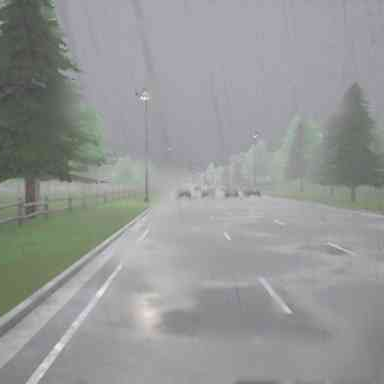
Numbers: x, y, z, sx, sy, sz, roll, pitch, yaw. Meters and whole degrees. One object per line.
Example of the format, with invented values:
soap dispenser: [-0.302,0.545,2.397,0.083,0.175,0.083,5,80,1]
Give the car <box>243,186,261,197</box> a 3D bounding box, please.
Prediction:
car: [9.312,-0.173,52.079,2.097,1.767,4.553,0,2,-1]

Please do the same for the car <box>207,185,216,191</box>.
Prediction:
car: [5.014,-0.935,85.124,1.812,1.442,4.674,0,2,-1]

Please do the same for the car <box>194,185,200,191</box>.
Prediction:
car: [1.483,-0.984,86.393,1.837,1.490,4.892,0,2,-1]

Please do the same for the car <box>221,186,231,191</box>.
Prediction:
car: [8.535,-0.893,84.264,1.994,1.385,4.181,0,2,-1]

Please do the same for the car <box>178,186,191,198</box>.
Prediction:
car: [-1.118,0.155,50.438,1.895,1.301,4.718,0,2,-1]

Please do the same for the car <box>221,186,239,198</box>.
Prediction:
car: [5.882,0.026,50.237,2.128,1.511,4.902,0,1,-1]

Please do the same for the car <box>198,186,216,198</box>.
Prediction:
car: [2.381,0.148,50.296,1.895,1.301,4.718,0,2,-1]

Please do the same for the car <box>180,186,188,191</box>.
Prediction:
car: [-2.037,-0.956,87.197,2.033,1.411,5.357,0,2,-1]
